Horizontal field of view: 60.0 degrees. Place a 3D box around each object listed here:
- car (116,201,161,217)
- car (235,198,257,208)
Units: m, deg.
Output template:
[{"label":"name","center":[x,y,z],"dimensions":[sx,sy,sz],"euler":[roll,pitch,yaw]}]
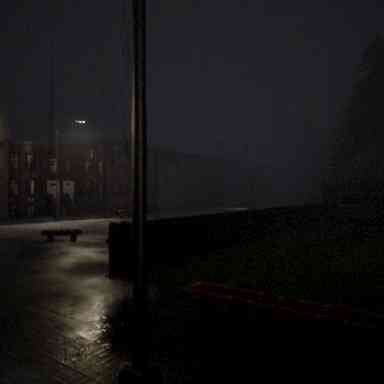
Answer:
[{"label":"car","center":[-5.015,1.567,31.641],"dimensions":[2.128,1.511,4.902],"euler":[0,0,36]},{"label":"car","center":[8.104,1.602,49.824],"dimensions":[1.812,1.442,4.674],"euler":[0,0,36]}]
